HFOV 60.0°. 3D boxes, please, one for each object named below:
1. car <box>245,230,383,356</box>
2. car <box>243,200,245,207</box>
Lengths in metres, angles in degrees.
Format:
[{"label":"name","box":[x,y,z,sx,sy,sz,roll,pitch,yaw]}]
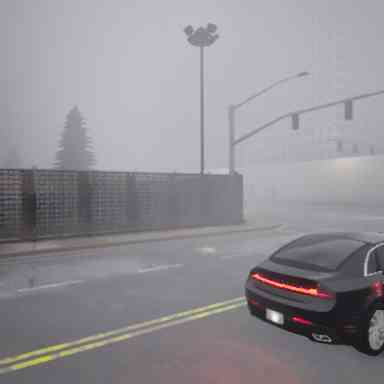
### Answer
[{"label":"car","box":[3.126,1.463,6.024,4.892,1.490,1.837,0,0,-35]},{"label":"car","box":[3.544,0.992,37.758,2.150,2.045,5.566,0,0,-35]}]
